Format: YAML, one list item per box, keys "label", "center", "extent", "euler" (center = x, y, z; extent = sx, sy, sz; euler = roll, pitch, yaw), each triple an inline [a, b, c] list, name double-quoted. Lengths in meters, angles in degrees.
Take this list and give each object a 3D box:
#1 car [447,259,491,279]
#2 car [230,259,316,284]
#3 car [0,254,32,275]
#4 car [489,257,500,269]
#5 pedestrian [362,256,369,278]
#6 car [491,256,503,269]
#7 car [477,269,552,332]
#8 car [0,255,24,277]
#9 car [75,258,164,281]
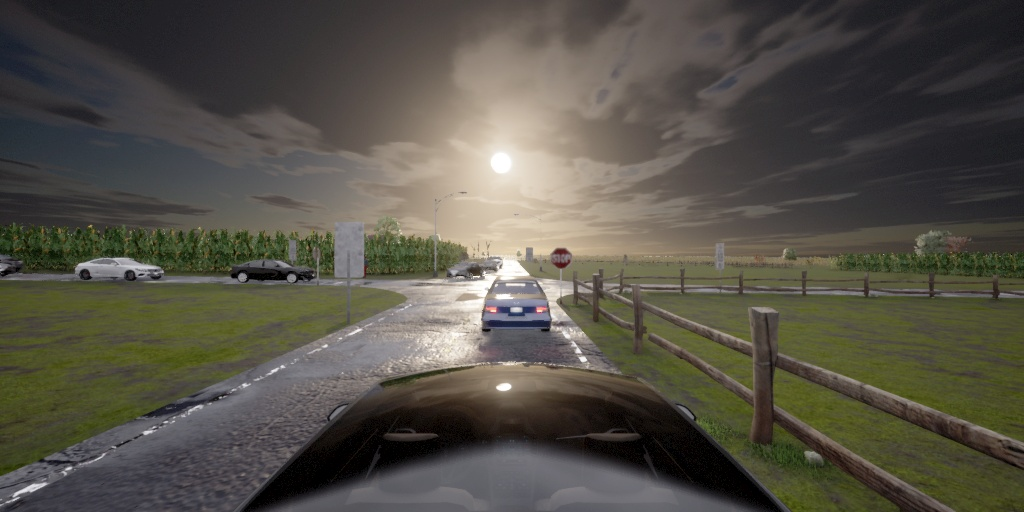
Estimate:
- label: "car"
  center: [-4.013, 1.241, 31.805]
  extent: [2.128, 1.511, 4.902]
  euler: [0, 0, 18]
- label: "car"
  center: [-15.602, 0.966, 23.614]
  extent: [5.008, 1.535, 1.882]
  euler: [1, -1, -1]
- label: "car"
  center: [-39.302, 0.588, 26.468]
  extent: [4.902, 1.511, 2.128]
  euler: [1, -1, 0]
- label: "car"
  center: [-2.828, 1.260, 45.966]
  extent: [1.837, 1.490, 4.892]
  euler: [0, 0, 0]
- label: "pedestrian"
  center: [-12.163, 0.890, 29.567]
  extent: [0.375, 1.860, 0.375]
  euler: [0, -2, 0]
- label: "car"
  center: [-2.804, 0.982, 58.903]
  extent: [2.150, 2.045, 5.566]
  euler: [0, 0, 1]
- label: "car"
  center: [0.101, 1.299, 10.845]
  extent: [2.033, 1.411, 5.357]
  euler: [0, 0, 0]
- label: "car"
  center: [-35.955, 0.620, 23.534]
  extent: [4.902, 1.511, 2.128]
  euler: [1, -1, 0]
- label: "car"
  center: [-25.724, 0.834, 23.553]
  extent: [4.674, 1.442, 1.812]
  euler: [1, -1, 0]
